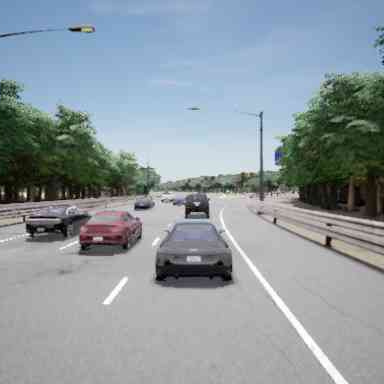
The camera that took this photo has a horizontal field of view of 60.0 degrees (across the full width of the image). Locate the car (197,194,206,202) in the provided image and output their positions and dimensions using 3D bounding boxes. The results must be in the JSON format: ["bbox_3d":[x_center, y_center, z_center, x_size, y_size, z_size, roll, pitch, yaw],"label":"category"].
[{"bbox_3d":[2.100,1.288,70.473,1.837,1.490,4.892,0,0,2],"label":"car"}]

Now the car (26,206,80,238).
[{"bbox_3d":[-6.746,1.464,17.384,2.128,1.511,4.902,0,0,1],"label":"car"}]

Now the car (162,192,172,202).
[{"bbox_3d":[-4.898,1.009,67.907,2.150,2.045,5.566,0,0,2],"label":"car"}]

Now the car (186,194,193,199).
[{"bbox_3d":[-0.720,1.272,94.129,1.812,1.442,4.674,0,0,1],"label":"car"}]

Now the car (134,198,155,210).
[{"bbox_3d":[-5.992,1.460,42.158,1.994,1.385,4.181,0,0,2],"label":"car"}]

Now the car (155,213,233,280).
[{"bbox_3d":[0.068,1.556,9.897,1.994,1.385,4.181,0,0,1],"label":"car"}]

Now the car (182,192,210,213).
[{"bbox_3d":[0.513,1.167,30.845,2.150,2.045,5.566,0,0,2],"label":"car"}]

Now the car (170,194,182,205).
[{"bbox_3d":[-1.929,1.387,55.997,2.033,1.411,5.357,0,0,3],"label":"car"}]

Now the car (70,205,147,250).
[{"bbox_3d":[-3.301,1.507,14.108,1.812,1.442,4.674,0,0,1],"label":"car"}]

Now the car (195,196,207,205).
[{"bbox_3d":[1.513,1.408,56.253,1.994,1.385,4.181,0,0,2],"label":"car"}]
